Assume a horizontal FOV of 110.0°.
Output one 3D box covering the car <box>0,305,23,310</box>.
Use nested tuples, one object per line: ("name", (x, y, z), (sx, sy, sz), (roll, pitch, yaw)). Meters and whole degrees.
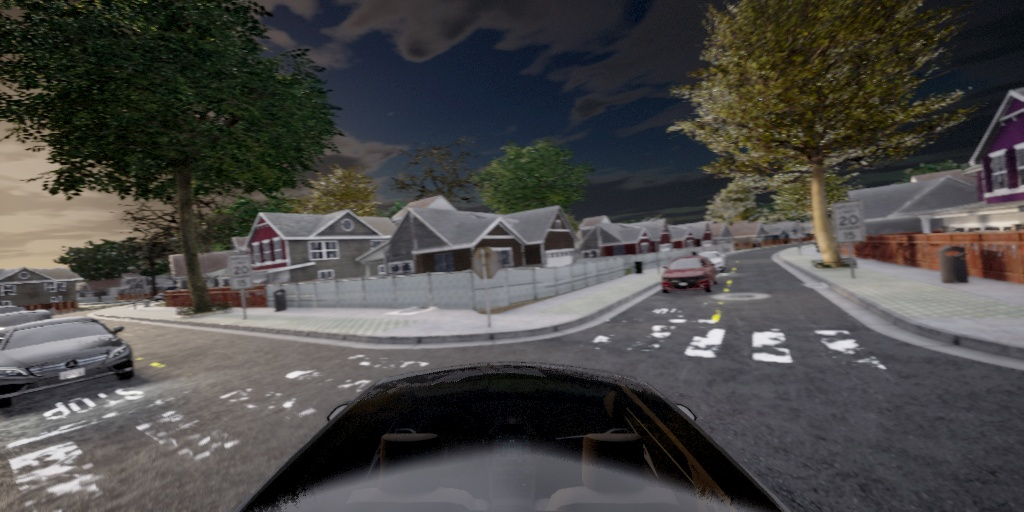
("car", (-32.545, 4.007, 23.076), (4.553, 1.767, 2.097), (-5, 0, 34))

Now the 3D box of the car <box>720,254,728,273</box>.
("car", (14.005, 0.385, 25.398), (1.812, 1.442, 4.674), (-6, -1, 33))

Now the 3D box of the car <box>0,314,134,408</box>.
("car", (-10.375, 2.175, 8.199), (4.674, 1.442, 1.812), (-5, 0, 34))

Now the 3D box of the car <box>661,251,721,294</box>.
("car", (8.106, 0.740, 16.309), (1.882, 1.535, 5.008), (-6, -1, 33))

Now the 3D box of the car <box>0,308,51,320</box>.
("car", (-19.482, 2.976, 14.298), (4.892, 1.490, 1.837), (-5, 0, 34))
